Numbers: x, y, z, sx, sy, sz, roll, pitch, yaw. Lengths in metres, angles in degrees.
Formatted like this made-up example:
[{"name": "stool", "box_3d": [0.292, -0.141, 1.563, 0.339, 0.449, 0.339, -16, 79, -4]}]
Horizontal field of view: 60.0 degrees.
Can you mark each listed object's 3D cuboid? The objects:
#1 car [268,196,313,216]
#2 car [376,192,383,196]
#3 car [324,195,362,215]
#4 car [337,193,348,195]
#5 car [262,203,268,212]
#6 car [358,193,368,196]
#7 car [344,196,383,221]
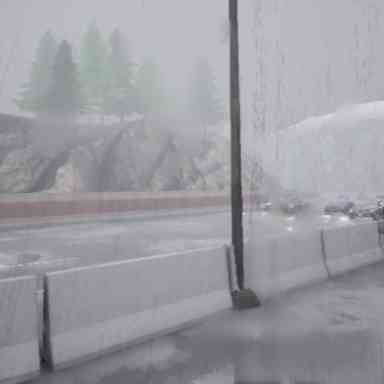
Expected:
[{"name": "car", "box_3d": [9.385, 1.189, 30.906, 2.097, 1.767, 4.553, -1, 0, 43]}, {"name": "car", "box_3d": [36.916, 0.664, 64.480, 1.882, 1.535, 5.008, -1, 0, 26]}, {"name": "car", "box_3d": [13.767, 1.282, 30.440, 1.812, 1.442, 4.674, -1, 0, 43]}, {"name": "car", "box_3d": [31.600, 0.841, 69.614, 1.882, 1.535, 5.008, -1, 0, 24]}, {"name": "car", "box_3d": [9.363, 1.364, 35.993, 1.812, 1.442, 4.674, -1, 0, 42]}, {"name": "car", "box_3d": [32.813, 0.906, 64.009, 1.837, 1.490, 4.892, -1, 0, 26]}, {"name": "car", "box_3d": [13.409, 1.288, 24.991, 1.812, 1.442, 4.674, -1, 0, 44]}]
